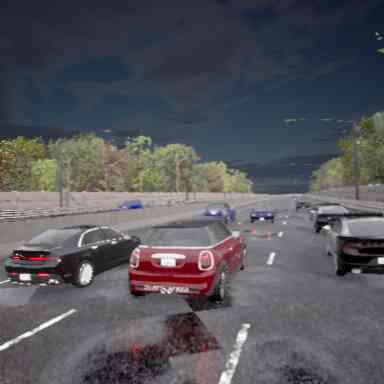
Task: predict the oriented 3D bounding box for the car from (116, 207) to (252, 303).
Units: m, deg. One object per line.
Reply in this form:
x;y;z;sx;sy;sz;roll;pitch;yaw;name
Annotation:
0.146;1.469;8.852;2.097;1.767;4.553;-2;-1;17;car

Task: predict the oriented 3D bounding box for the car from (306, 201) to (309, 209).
9.964;1.581;25.392;1.812;1.442;4.674;-2;-1;17;car

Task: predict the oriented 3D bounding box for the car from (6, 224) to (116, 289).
-3.147;1.735;10.033;1.837;1.490;4.892;-2;-1;17;car

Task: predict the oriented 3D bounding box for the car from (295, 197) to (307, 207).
19.262;1.752;58.757;1.837;1.490;4.892;-2;-1;17;car

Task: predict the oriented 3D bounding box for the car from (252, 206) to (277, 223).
6.033;1.803;27.724;1.895;1.301;4.718;-2;-1;17;car

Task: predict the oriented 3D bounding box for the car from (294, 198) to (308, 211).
14.648;1.680;43.943;1.837;1.490;4.892;-2;0;18;car

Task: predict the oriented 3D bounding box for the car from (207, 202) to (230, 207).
2.295;1.660;27.517;2.097;1.767;4.553;-2;-1;17;car

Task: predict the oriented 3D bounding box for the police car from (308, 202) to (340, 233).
8.208;1.455;19.770;1.930;1.638;5.238;-2;-1;17;police car

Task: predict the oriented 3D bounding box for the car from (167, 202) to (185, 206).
-2.340;2.224;48.536;2.128;1.511;4.902;-2;-1;17;car

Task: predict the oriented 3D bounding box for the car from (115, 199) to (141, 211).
-9.333;2.174;49.643;2.150;2.045;5.566;-2;-1;17;car

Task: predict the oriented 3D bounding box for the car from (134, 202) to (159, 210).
-6.115;2.440;48.174;1.895;1.301;4.718;-2;-1;17;car

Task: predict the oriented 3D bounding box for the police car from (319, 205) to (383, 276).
5.232;1.412;10.222;1.930;1.638;5.238;-2;-1;17;police car
